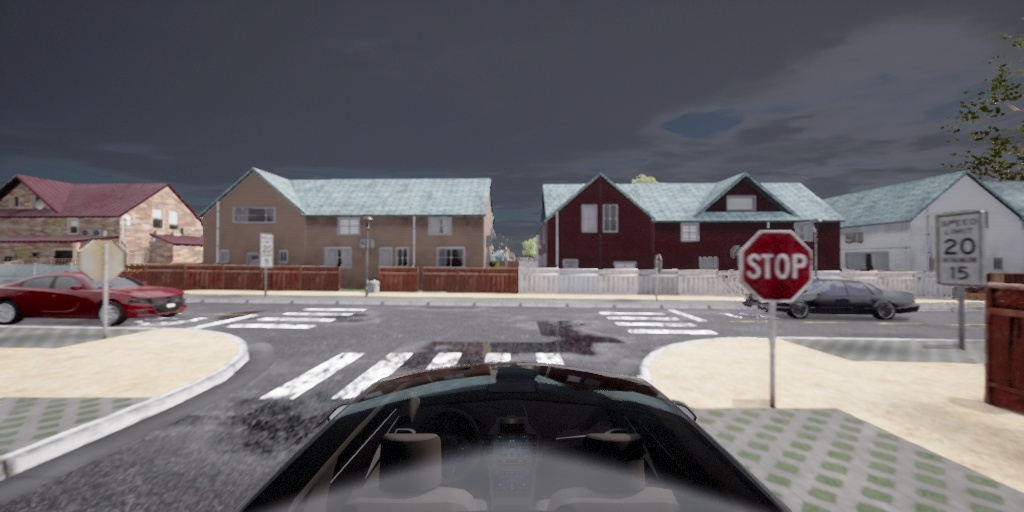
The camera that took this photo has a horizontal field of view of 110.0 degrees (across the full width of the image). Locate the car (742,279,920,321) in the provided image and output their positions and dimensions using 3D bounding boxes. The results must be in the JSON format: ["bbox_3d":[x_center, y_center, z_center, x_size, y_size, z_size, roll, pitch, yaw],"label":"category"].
[{"bbox_3d":[11.866,1.574,13.538,5.357,1.411,2.033,1,-1,1],"label":"car"}]

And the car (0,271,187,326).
[{"bbox_3d":[-13.035,1.232,11.153,5.008,1.535,1.882,1,-1,1],"label":"car"}]
